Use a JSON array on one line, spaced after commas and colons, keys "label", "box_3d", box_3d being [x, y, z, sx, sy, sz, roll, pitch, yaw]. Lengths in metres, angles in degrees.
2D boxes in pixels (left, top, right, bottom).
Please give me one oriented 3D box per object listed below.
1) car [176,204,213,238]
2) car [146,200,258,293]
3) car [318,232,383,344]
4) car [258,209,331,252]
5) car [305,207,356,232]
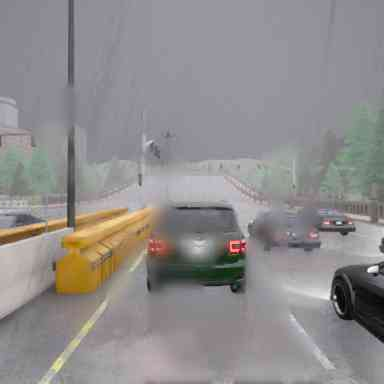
[{"label": "car", "box_3d": [0.127, 1.505, 18.838, 1.837, 1.490, 4.892, 0, 0, 0]}, {"label": "car", "box_3d": [0.114, 1.222, 8.987, 2.150, 2.045, 5.566, 0, 0, 0]}, {"label": "car", "box_3d": [3.610, 1.564, 4.670, 1.994, 1.385, 4.181, 0, 0, 0]}, {"label": "car", "box_3d": [3.622, 1.547, 13.945, 2.033, 1.411, 5.357, 0, 0, 0]}, {"label": "car", "box_3d": [7.125, 1.547, 18.608, 2.033, 1.411, 5.357, 0, 0, 0]}]
